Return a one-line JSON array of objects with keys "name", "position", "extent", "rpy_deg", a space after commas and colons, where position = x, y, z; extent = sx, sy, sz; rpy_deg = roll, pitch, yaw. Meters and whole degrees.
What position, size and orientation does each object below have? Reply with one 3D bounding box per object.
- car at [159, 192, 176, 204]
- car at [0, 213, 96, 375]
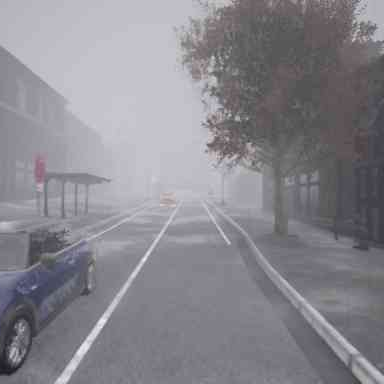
[{"name": "car", "position": [-3.458, 0.808, 47.727], "extent": [2.097, 1.767, 4.553], "rpy_deg": [0, 1, 0]}, {"name": "car", "position": [-3.177, 1.330, 5.515], "extent": [2.097, 1.767, 4.553], "rpy_deg": [0, 0, 0]}]
